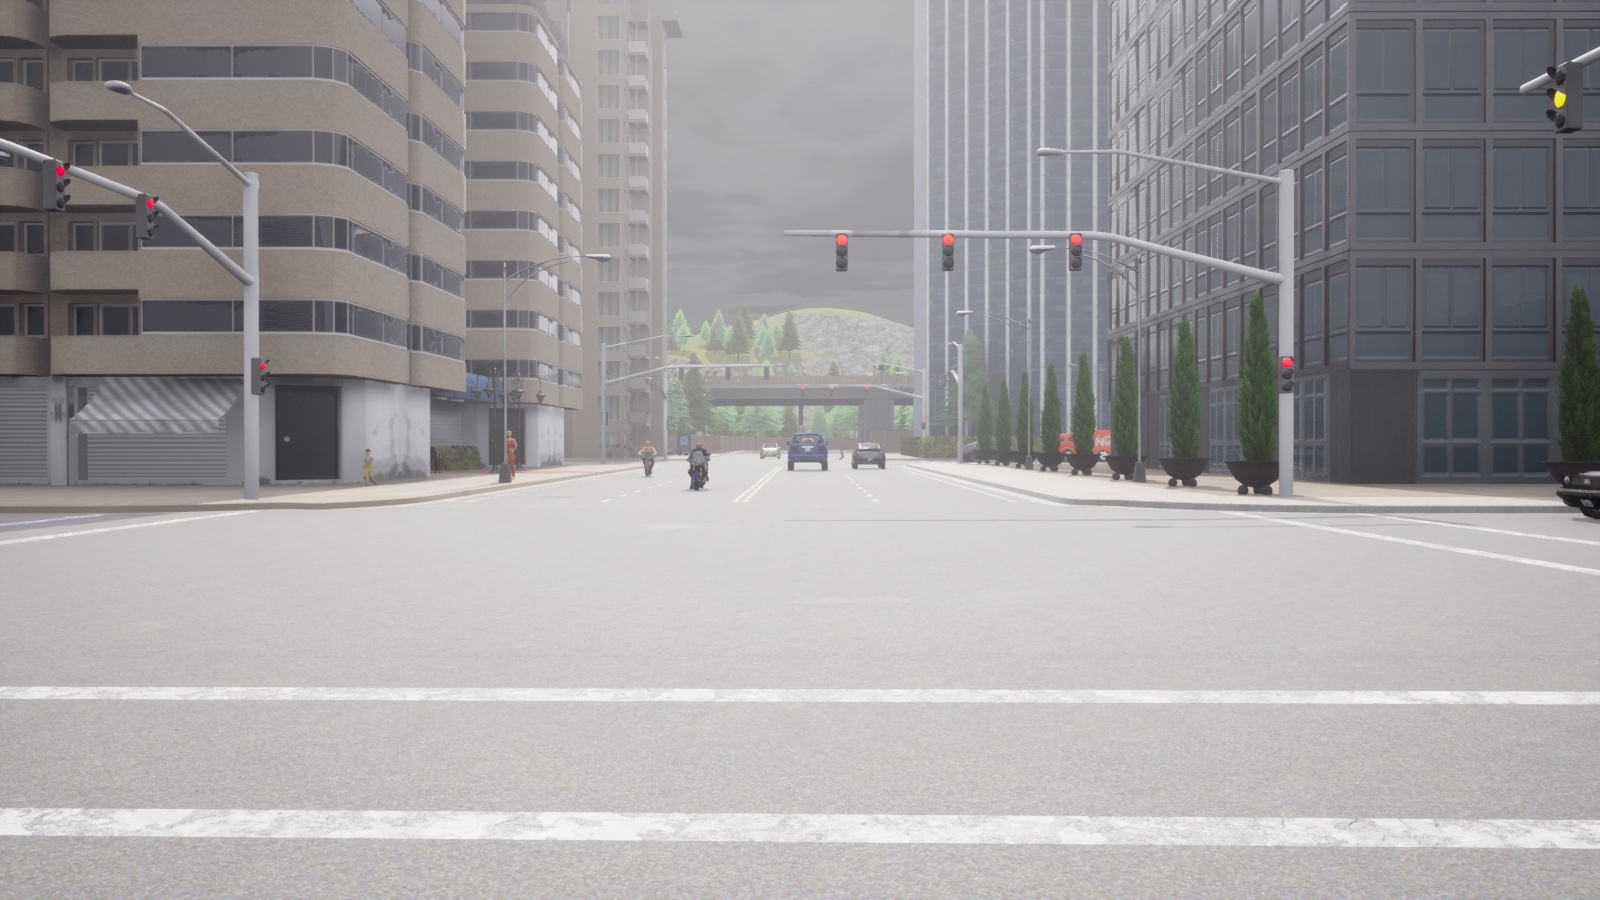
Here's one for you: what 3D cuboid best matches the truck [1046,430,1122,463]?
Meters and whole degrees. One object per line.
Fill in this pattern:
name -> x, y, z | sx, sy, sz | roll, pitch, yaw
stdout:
truck -> 21.701, -0.265, 96.011 | 5.204, 2.467, 2.627 | 0, 0, 0

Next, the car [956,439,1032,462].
car -> 13.726, 0.034, 88.980 | 5.027, 1.651, 2.152 | 0, 0, 0

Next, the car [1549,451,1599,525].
car -> 16.486, 0.677, 22.714 | 4.718, 1.301, 1.895 | 0, 0, 1

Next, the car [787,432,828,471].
car -> 0.429, 0.077, 68.917 | 2.150, 2.045, 5.566 | 0, 0, 0

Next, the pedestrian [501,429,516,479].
pedestrian -> -10.669, 0.136, 46.011 | 0.345, 1.836, 0.594 | 0, 0, 7

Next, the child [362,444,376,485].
child -> -13.505, 0.452, 39.347 | 0.270, 1.263, 0.437 | 0, 0, 5

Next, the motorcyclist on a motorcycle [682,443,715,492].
motorcyclist on a motorcycle -> -3.242, 0.551, 40.296 | 0.866, 1.530, 2.191 | 0, 0, 0

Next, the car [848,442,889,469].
car -> 3.955, 0.294, 72.949 | 2.128, 1.511, 4.902 | 0, 0, 0
